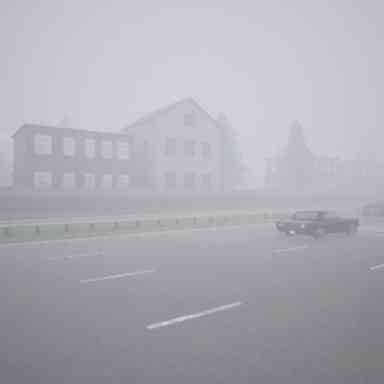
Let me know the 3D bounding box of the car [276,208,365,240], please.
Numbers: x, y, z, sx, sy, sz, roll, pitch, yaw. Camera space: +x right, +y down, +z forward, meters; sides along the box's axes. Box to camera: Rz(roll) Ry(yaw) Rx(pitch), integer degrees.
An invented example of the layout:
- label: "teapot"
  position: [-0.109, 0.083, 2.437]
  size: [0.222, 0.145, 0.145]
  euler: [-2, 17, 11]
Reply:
- label: "car"
  position: [6.547, 1.612, 17.014]
  size: [4.718, 1.301, 1.895]
  euler: [0, 0, -36]

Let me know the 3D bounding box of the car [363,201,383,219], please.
- label: "car"
  position: [16.538, 1.514, 28.446]
  size: [4.902, 1.511, 2.128]
  euler: [0, 0, -36]
